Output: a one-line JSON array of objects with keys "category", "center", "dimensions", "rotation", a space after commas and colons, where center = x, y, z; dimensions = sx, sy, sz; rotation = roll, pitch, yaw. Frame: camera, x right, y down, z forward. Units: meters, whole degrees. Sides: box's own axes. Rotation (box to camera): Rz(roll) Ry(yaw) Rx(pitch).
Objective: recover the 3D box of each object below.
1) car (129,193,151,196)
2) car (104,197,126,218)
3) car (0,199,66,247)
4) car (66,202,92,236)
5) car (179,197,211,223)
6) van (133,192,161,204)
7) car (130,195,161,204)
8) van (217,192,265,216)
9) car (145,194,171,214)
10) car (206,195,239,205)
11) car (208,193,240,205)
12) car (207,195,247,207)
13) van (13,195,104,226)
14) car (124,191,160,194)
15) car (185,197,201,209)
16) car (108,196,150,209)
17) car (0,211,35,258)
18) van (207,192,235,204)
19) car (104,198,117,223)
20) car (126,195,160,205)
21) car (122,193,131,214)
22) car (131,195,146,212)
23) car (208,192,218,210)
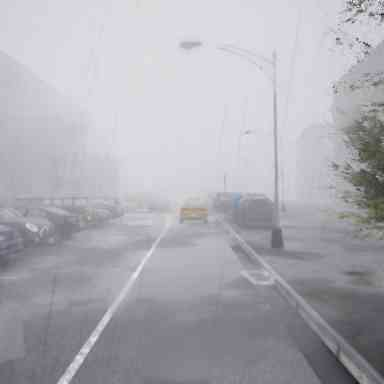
[{"category": "car", "center": [-7.826, 1.252, 38.020], "dimensions": [5.366, 1.575, 1.946], "rotation": [0, 0, 0]}, {"category": "car", "center": [-7.638, 1.339, 24.052], "dimensions": [4.892, 1.521, 2.231], "rotation": [0, 0, 0]}, {"category": "car", "center": [-7.677, 1.278, 12.876], "dimensions": [4.553, 1.767, 2.185], "rotation": [0, 0, 0]}, {"category": "car", "center": [-7.641, 1.388, 15.546], "dimensions": [5.008, 1.535, 2.097], "rotation": [0, 0, 0]}, {"category": "car", "center": [0.106, 1.334, 24.257], "dimensions": [1.882, 1.535, 5.008], "rotation": [0, 0, 0]}, {"category": "van", "center": [-7.753, 0.981, 57.549], "dimensions": [4.442, 1.987, 1.878], "rotation": [0, 0, 0]}, {"category": "car", "center": [-7.666, 1.210, 54.761], "dimensions": [4.792, 1.488, 2.163], "rotation": [0, 0, 0]}, {"category": "van", "center": [4.804, 1.077, 29.914], "dimensions": [4.442, 1.987, 1.878], "rotation": [0, 0, 0]}, {"category": "car", "center": [-3.088, 1.285, 32.476], "dimensions": [1.882, 1.535, 5.008], "rotation": [0, 0, 0]}, {"category": "car", "center": [4.698, 1.176, 52.245], "dimensions": [5.008, 1.535, 2.097], "rotation": [0, 0, 0]}, {"category": "car", "center": [4.661, 1.062, 49.454], "dimensions": [4.553, 1.767, 2.185], "rotation": [0, 0, 0]}, {"category": "car", "center": [4.877, 1.202, 46.536], "dimensions": [5.366, 1.575, 1.946], "rotation": [0, 0, 0]}, {"category": "van", "center": [-7.529, 1.145, 18.463], "dimensions": [4.442, 1.987, 1.878], "rotation": [0, 0, 0]}, {"category": "car", "center": [-7.610, 0.938, 49.193], "dimensions": [5.566, 2.045, 2.435], "rotation": [0, 0, 0]}, {"category": "car", "center": [0.110, 1.318, 41.586], "dimensions": [1.994, 1.385, 4.181], "rotation": [0, 0, 0]}, {"category": "car", "center": [-7.670, 1.268, 40.814], "dimensions": [4.792, 1.488, 2.163], "rotation": [0, 0, 0]}, {"category": "car", "center": [-7.645, 1.460, 10.084], "dimensions": [4.674, 1.452, 2.002], "rotation": [0, 0, 0]}, {"category": "van", "center": [4.810, 0.957, 55.020], "dimensions": [4.442, 1.987, 1.878], "rotation": [0, 0, 0]}, {"category": "car", "center": [-7.651, 1.355, 21.258], "dimensions": [4.892, 1.521, 2.231], "rotation": [0, 0, 0]}, {"category": "car", "center": [-7.637, 1.177, 51.929], "dimensions": [5.008, 1.535, 2.097], "rotation": [0, 0, 0]}, {"category": "car", "center": [-7.611, 1.195, 26.843], "dimensions": [4.553, 1.767, 2.185], "rotation": [0, 0, 0]}, {"category": "car", "center": [-7.670, 1.301, 35.225], "dimensions": [4.792, 1.488, 2.163], "rotation": [0, 0, 0]}, {"category": "car", "center": [4.716, 1.035, 32.705], "dimensions": [5.566, 2.045, 2.435], "rotation": [0, 0, 0]}]
